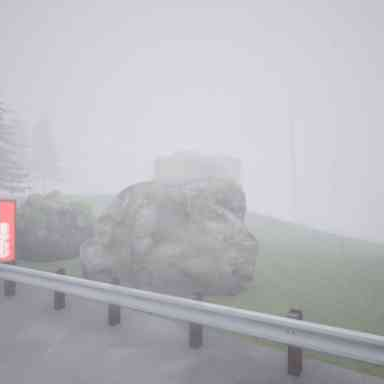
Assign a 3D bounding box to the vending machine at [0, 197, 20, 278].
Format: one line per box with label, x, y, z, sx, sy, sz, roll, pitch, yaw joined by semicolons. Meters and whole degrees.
vending machine;-5.367;1.191;8.837;0.880;2.100;1.100;0;0;31
